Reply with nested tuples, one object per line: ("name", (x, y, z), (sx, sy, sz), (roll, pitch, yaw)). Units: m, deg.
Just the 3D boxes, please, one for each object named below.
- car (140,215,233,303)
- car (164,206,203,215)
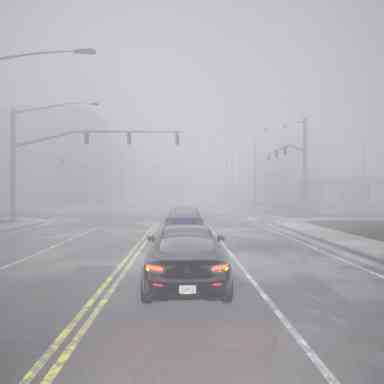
("car", (-0.141, 1.523, 8.065), (1.812, 1.442, 4.674), (0, 0, -2))
("car", (-0.420, 1.471, 17.114), (1.882, 1.535, 5.008), (0, 0, -2))
